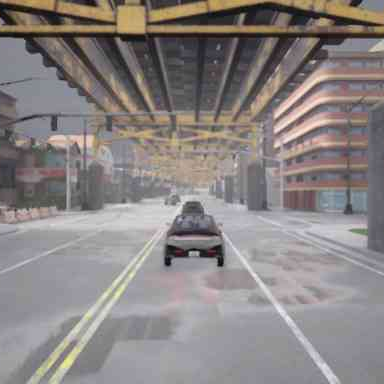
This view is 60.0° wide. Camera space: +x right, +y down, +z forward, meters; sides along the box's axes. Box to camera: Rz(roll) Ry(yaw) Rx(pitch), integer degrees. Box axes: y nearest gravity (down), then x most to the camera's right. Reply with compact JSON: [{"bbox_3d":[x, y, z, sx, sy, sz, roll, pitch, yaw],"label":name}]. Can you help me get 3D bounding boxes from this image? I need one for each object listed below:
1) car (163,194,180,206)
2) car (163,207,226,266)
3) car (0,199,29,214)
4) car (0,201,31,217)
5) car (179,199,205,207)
[{"bbox_3d":[-3.572,1.515,54.799,2.128,1.511,4.902,0,0,0],"label":"car"},{"bbox_3d":[0.072,1.497,11.517,2.128,1.511,4.902,0,0,0],"label":"car"},{"bbox_3d":[-16.816,1.280,28.972,4.536,1.218,1.853,0,0,-20],"label":"car"},{"bbox_3d":[-16.768,1.437,28.990,4.974,1.542,2.038,0,0,-20],"label":"car"},{"bbox_3d":[0.081,1.523,29.974,1.837,1.490,4.892,0,0,0],"label":"car"}]
